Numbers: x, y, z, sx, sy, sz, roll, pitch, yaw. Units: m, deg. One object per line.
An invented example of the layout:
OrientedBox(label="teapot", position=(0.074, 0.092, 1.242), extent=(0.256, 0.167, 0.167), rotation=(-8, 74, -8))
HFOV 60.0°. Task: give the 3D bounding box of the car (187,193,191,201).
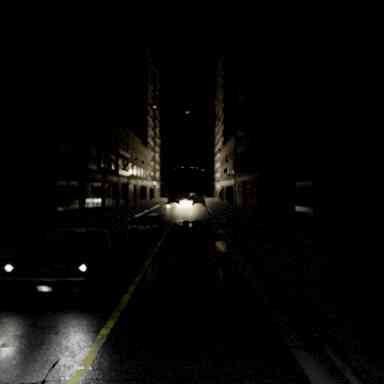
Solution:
OrientedBox(label="car", position=(0.041, 1.200, 67.454), extent=(1.994, 1.385, 4.181), rotation=(0, 0, 0))

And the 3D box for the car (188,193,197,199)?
OrientedBox(label="car", position=(0.050, 1.019, 83.928), extent=(2.128, 1.511, 4.902), rotation=(0, 0, 0))

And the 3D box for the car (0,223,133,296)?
OrientedBox(label="car", position=(-2.845, 1.548, 8.623), extent=(1.895, 1.301, 4.718), rotation=(0, 0, 0))

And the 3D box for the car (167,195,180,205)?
OrientedBox(label="car", position=(-2.790, 1.215, 51.444), extent=(1.837, 1.490, 4.892), rotation=(0, 0, 0))

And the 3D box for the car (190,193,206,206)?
OrientedBox(label="car", position=(0.992, 1.252, 48.091), extent=(1.812, 1.442, 4.674), rotation=(0, 0, 0))
